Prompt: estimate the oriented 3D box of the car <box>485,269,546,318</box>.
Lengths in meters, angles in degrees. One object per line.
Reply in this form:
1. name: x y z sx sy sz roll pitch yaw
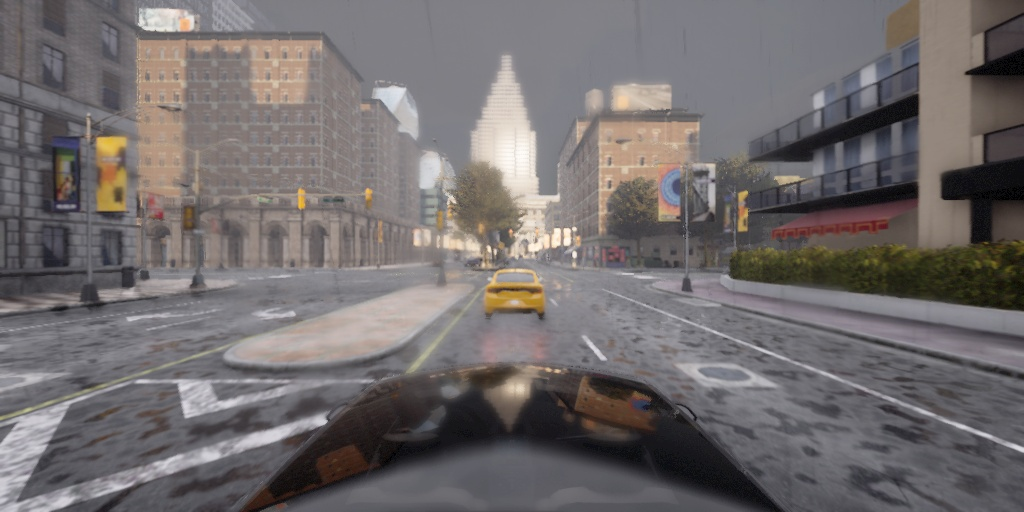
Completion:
1. car: 0.108 1.195 12.813 1.882 1.535 5.008 0 0 0
